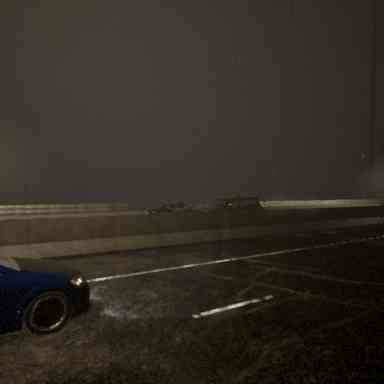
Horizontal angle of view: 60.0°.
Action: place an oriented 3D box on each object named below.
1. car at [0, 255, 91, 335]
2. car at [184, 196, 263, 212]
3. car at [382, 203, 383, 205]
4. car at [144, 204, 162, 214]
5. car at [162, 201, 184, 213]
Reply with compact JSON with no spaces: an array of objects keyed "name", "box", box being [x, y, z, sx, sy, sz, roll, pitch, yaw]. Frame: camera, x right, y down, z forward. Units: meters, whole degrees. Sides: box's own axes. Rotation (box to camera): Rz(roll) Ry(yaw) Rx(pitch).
[{"name":"car","box":[-3.830,1.563,5.313,4.181,1.385,1.994,0,0,-36]},{"name":"car","box":[2.496,1.309,22.971,5.566,2.045,2.150,0,0,-36]},{"name":"car","box":[31.933,1.925,52.490,4.718,1.301,1.895,0,0,-35]},{"name":"car","box":[-1.745,1.591,28.543,4.892,1.490,1.837,0,0,-36]},{"name":"car","box":[0.526,1.580,25.864,4.902,1.511,2.128,0,0,-35]}]
